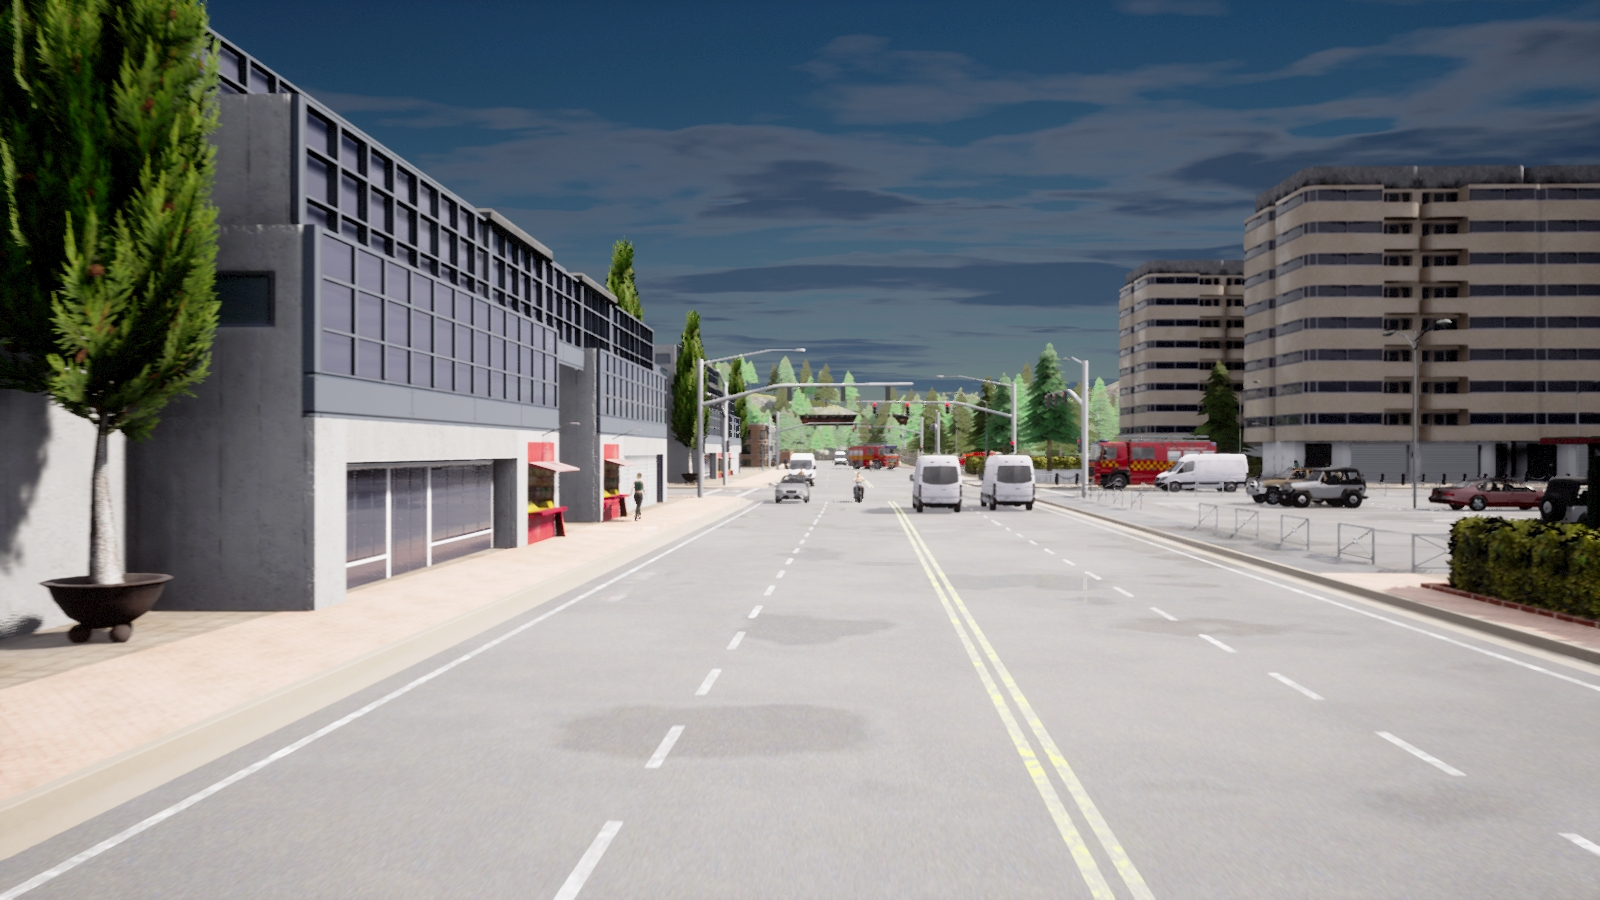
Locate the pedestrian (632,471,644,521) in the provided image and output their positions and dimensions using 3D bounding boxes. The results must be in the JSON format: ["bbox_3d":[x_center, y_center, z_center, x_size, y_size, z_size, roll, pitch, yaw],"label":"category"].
[{"bbox_3d":[-6.010,1.702,42.434,0.375,1.860,0.375,0,0,4],"label":"pedestrian"}]

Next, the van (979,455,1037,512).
[{"bbox_3d":[9.914,1.544,54.923,1.988,2.561,5.915,0,0,3],"label":"van"}]

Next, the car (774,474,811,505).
[{"bbox_3d":[-0.378,2.075,60.890,1.816,1.474,4.193,0,0,2],"label":"car"}]

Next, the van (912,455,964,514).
[{"bbox_3d":[6.322,1.543,53.078,1.988,2.561,5.915,0,0,3],"label":"van"}]
